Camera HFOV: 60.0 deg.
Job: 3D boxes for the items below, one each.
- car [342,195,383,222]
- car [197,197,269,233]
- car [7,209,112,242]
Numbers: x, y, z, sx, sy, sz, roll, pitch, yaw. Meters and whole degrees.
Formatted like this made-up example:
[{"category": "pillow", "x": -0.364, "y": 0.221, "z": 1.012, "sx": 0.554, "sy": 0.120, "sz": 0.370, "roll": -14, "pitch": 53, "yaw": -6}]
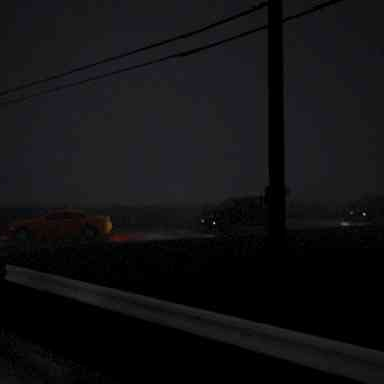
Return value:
[{"category": "car", "x": 14.767, "y": 1.263, "z": 27.160, "sx": 5.566, "sy": 2.045, "sz": 2.150, "roll": 0, "pitch": -1, "yaw": -29}, {"category": "car", "x": 3.070, "y": 1.326, "z": 20.729, "sx": 5.566, "sy": 2.045, "sz": 2.150, "roll": 0, "pitch": 0, "yaw": -27}, {"category": "car", "x": -6.738, "y": 1.648, "z": 17.213, "sx": 5.008, "sy": 1.535, "sz": 1.882, "roll": 0, "pitch": 0, "yaw": -14}]
